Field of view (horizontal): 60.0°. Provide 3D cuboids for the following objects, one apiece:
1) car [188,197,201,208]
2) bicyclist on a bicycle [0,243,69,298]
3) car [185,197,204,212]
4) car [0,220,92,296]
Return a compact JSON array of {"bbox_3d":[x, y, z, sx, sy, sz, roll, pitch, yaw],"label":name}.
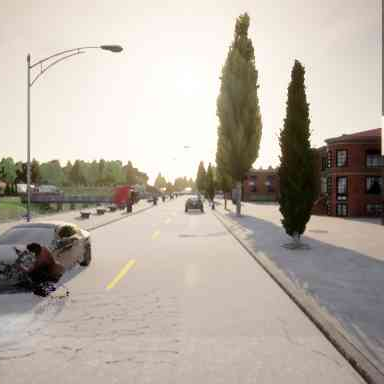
[{"bbox_3d":[0.300,1.526,48.920,1.812,1.442,4.674,0,0,0],"label":"car"},{"bbox_3d":[-2.968,1.473,6.242,1.656,0.582,1.620,27,-49,-17],"label":"bicyclist on a bicycle"},{"bbox_3d":[0.265,1.352,39.144,2.097,1.767,4.553,0,0,0],"label":"car"},{"bbox_3d":[-4.035,1.528,8.777,1.812,1.442,4.674,0,0,0],"label":"car"}]
